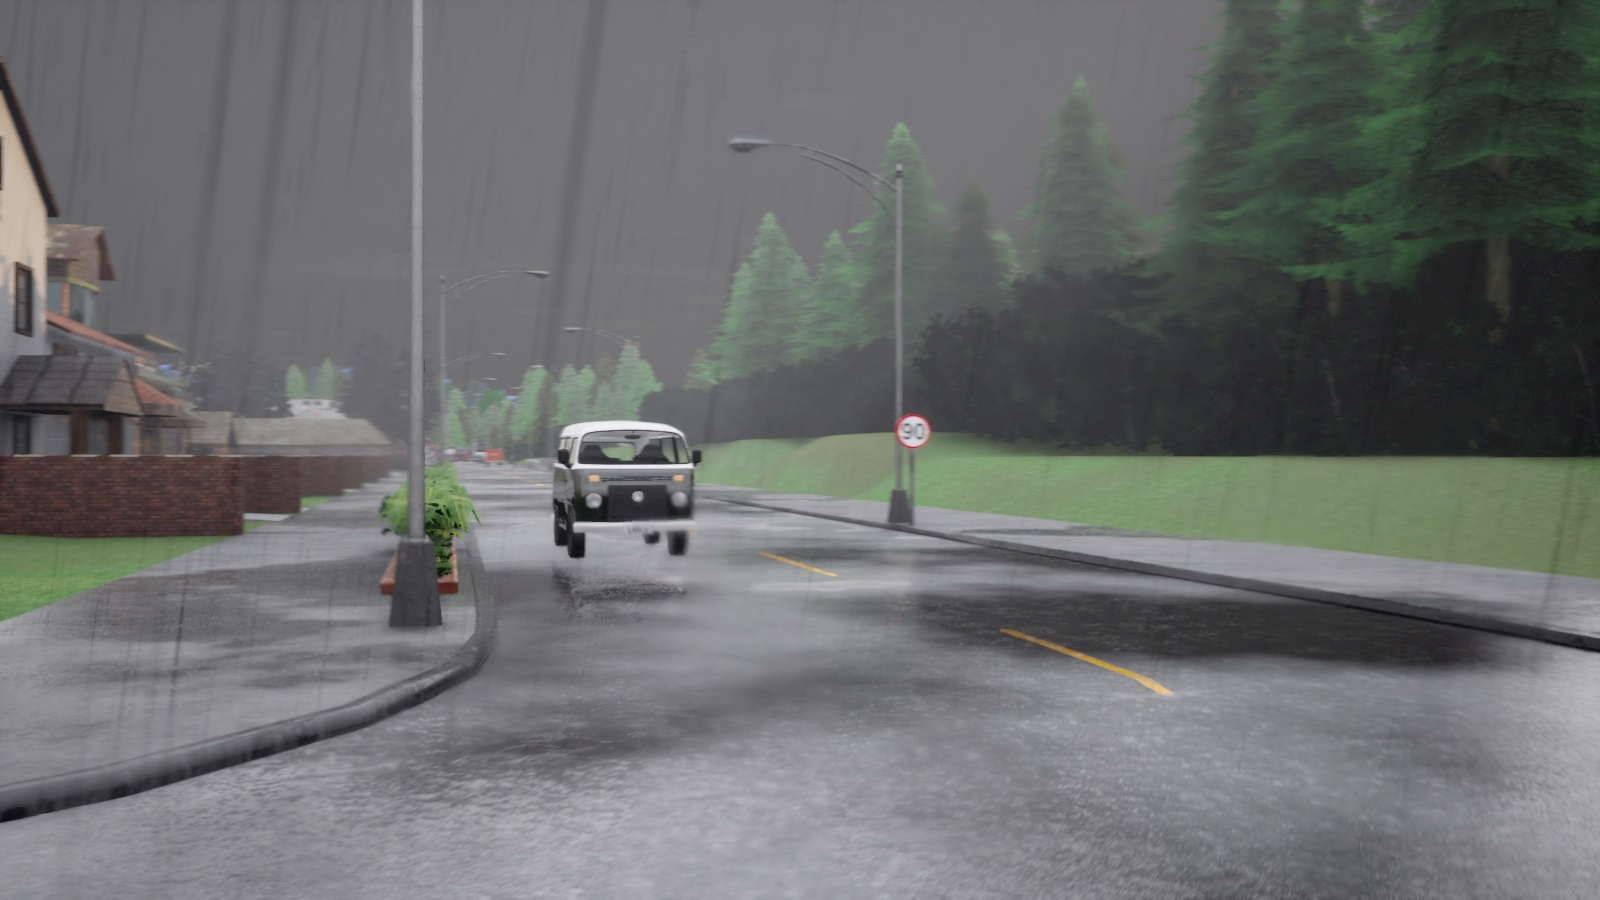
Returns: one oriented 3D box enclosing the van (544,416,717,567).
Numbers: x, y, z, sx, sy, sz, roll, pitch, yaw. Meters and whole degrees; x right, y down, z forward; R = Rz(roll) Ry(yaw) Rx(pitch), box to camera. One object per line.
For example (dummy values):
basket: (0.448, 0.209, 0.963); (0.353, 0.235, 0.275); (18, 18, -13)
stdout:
van: (-2.748, 0.568, 19.403); (2.069, 2.038, 4.480); (0, 0, -15)
